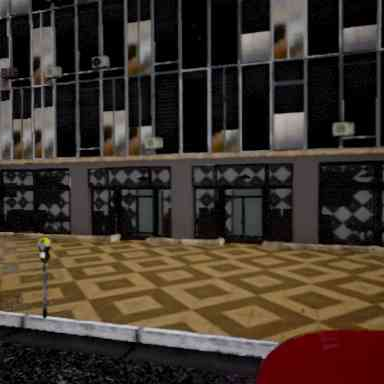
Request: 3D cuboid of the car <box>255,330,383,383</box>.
[{"bbox_3d":[2.629,1.464,1.950,4.507,1.381,1.887,0,1,16],"label":"car"}]
